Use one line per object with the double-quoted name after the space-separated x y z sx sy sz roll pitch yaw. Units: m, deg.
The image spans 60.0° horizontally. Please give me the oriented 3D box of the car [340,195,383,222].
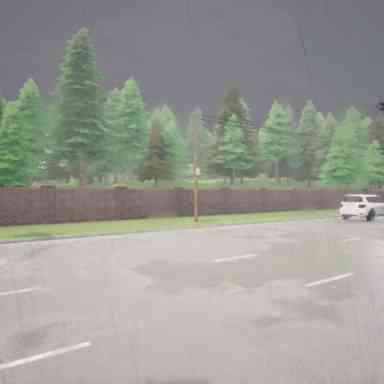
14.132 1.223 26.711 5.566 2.045 2.150 0 0 -35 "car"
